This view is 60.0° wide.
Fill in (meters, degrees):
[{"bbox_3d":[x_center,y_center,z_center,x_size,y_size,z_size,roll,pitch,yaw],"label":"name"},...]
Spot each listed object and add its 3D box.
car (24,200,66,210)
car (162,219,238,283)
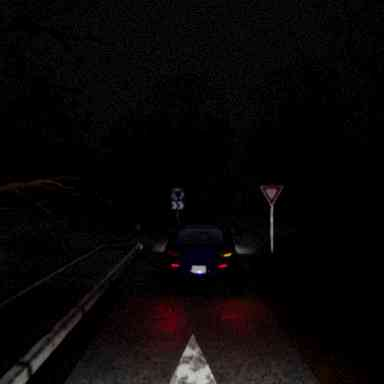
[{"bbox_3d":[-17.555,1.579,40.194,4.718,1.301,1.895,3,-2,1],"label":"car"},{"bbox_3d":[0.282,1.498,9.475,1.812,1.442,4.674,0,0,3],"label":"car"}]
